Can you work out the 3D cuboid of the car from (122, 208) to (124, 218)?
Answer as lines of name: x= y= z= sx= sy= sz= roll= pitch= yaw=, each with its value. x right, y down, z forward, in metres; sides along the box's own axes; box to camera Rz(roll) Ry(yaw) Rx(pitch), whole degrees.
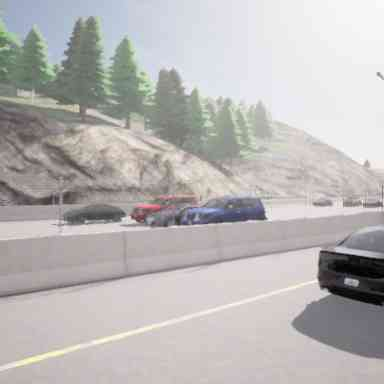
car: x=-7.204 y=1.592 z=25.068 sx=4.674 sy=1.442 sz=1.812 roll=0 pitch=0 yaw=-39

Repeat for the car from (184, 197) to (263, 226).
car: x=1.969 y=1.270 z=18.993 sx=5.566 sy=2.045 sz=2.150 roll=0 pitch=0 yaw=-40

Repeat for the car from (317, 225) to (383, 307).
car: x=4.861 y=1.496 z=7.596 sx=5.008 sy=1.535 sz=1.882 roll=0 pitch=0 yaw=-38
